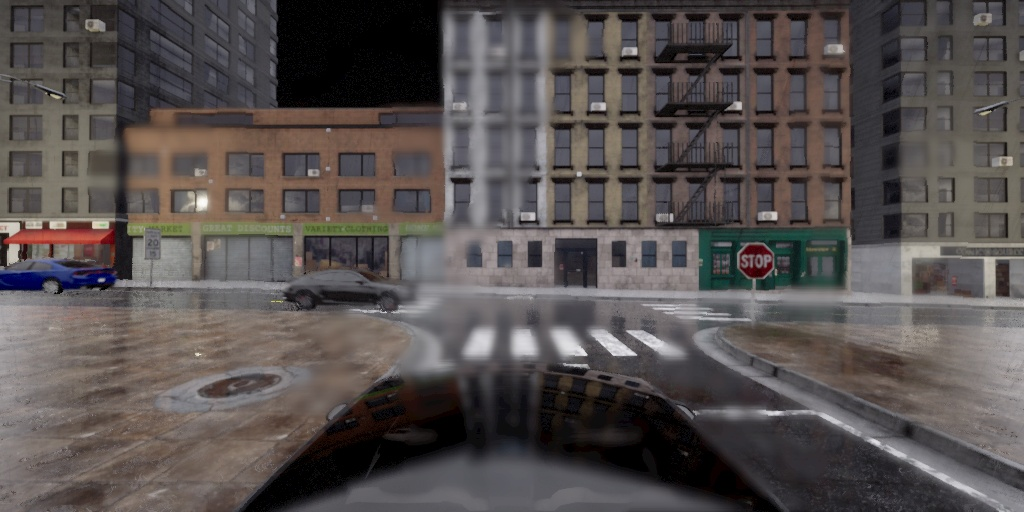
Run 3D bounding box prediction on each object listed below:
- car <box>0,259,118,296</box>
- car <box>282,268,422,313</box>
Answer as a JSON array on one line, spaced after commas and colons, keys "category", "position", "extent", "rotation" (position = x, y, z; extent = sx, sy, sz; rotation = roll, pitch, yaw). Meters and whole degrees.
[{"category": "car", "position": [-20.702, 0.881, 15.957], "extent": [5.008, 1.535, 1.882], "rotation": [1, 0, 0]}, {"category": "car", "position": [-5.636, 1.177, 12.864], "extent": [4.674, 1.442, 1.812], "rotation": [1, 0, 1]}]
